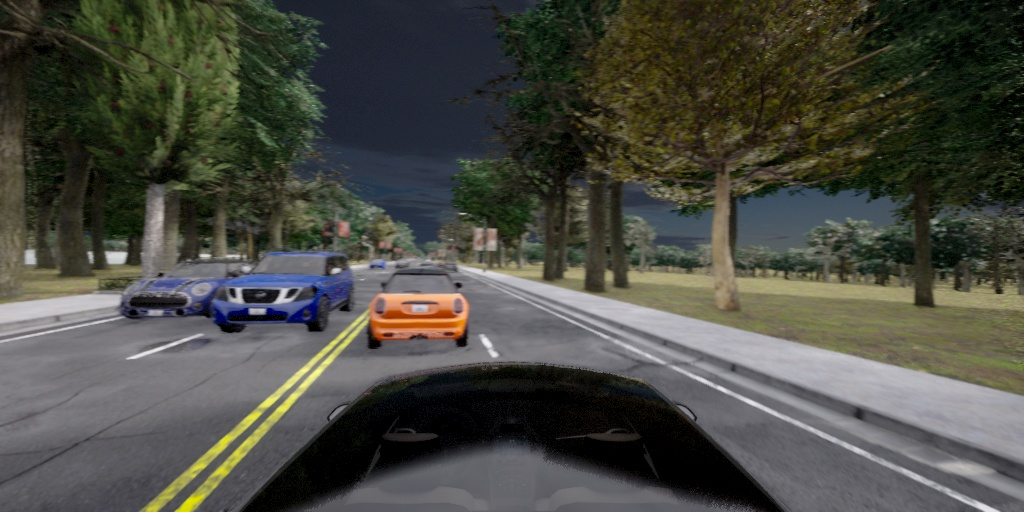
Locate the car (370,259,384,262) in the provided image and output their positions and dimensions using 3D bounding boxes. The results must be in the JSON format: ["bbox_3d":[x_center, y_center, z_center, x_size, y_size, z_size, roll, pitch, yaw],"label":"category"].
[{"bbox_3d":[-18.883,1.161,50.700,1.882,1.535,5.008,2,-1,-13],"label":"car"}]

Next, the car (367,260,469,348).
[{"bbox_3d":[-2.360,1.097,9.410,2.097,1.767,4.553,2,-1,-13],"label":"car"}]

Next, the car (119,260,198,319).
[{"bbox_3d":[-9.714,0.892,11.494,2.097,1.767,4.553,2,-1,-13],"label":"car"}]

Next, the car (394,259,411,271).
[{"bbox_3d":[-15.843,1.267,52.000,1.882,1.535,5.008,2,-1,-13],"label":"car"}]

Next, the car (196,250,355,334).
[{"bbox_3d":[-6.144,0.861,10.498,2.150,2.045,5.566,2,-1,-13],"label":"car"}]

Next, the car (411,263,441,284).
[{"bbox_3d":[-6.807,1.339,28.550,2.033,1.411,5.357,2,-1,-13],"label":"car"}]

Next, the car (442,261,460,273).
[{"bbox_3d":[-8.780,1.479,51.077,2.128,1.511,4.902,2,-1,-13],"label":"car"}]
